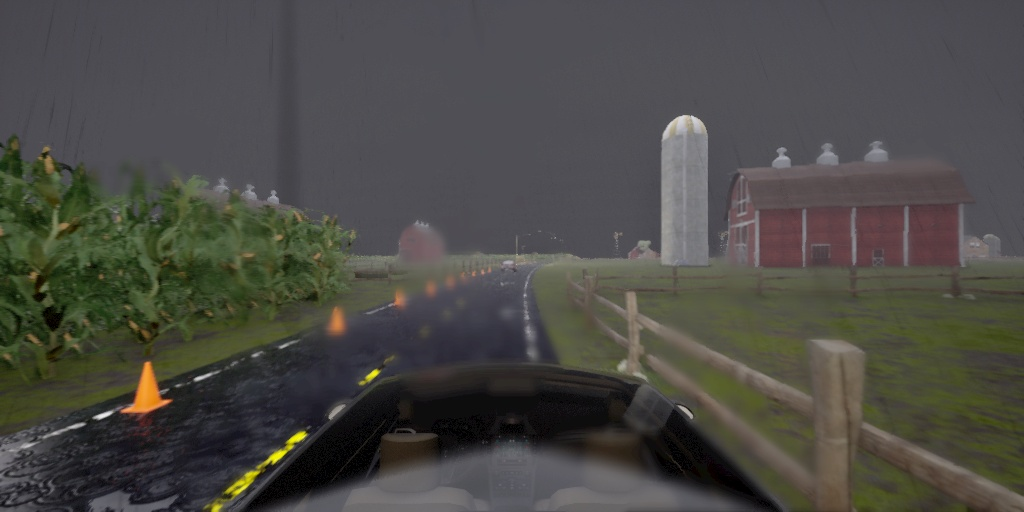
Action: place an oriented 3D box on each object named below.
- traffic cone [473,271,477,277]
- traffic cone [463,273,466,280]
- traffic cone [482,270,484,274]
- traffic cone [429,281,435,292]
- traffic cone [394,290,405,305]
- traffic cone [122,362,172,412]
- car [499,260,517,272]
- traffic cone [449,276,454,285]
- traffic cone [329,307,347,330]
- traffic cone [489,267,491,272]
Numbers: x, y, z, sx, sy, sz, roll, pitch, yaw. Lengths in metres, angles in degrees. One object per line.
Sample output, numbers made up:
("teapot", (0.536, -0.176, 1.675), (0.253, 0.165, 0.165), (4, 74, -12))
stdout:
("traffic cone", (-3.627, 1.706, 34.875), (0.340, 0.580, 0.340), (0, 0, 4))
("traffic cone", (-3.960, 1.704, 29.860), (0.340, 0.580, 0.340), (0, 0, 3))
("traffic cone", (-3.243, 1.708, 39.887), (0.340, 0.580, 0.340), (0, 0, 5))
("traffic cone", (-4.463, 1.701, 19.820), (0.340, 0.580, 0.340), (0, 0, 2))
("traffic cone", (-4.636, 1.700, 14.797), (0.340, 0.580, 0.340), (0, 0, 2))
("traffic cone", (-4.820, 1.699, 4.745), (0.340, 0.580, 0.340), (0, 0, 0))
("car", (-0.398, 1.283, 45.268), (1.812, 1.442, 4.674), (0, 0, 5))
("traffic cone", (-4.238, 1.703, 24.841), (0.340, 0.580, 0.340), (0, 0, 3))
("traffic cone", (-4.754, 1.699, 9.772), (0.340, 0.580, 0.340), (0, 0, 1))
("traffic cone", (-2.805, 1.711, 44.894), (0.340, 0.580, 0.340), (0, 0, 5))
